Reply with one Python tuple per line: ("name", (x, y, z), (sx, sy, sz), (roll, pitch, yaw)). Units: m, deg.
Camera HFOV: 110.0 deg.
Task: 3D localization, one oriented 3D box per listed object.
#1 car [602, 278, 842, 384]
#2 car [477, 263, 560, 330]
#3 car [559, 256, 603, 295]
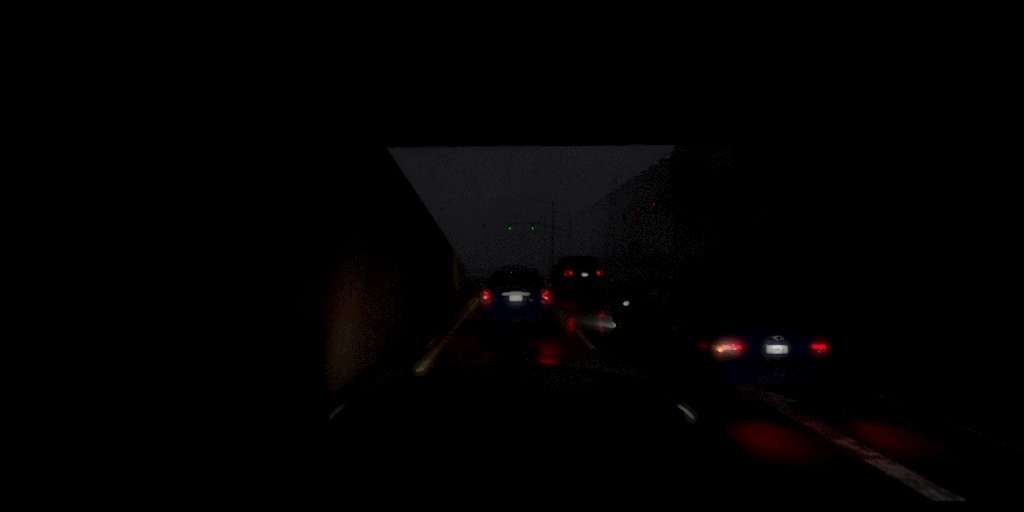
("car", (3.613, 1.323, 7.376), (2.033, 1.411, 5.357), (0, 0, 0))
("car", (0.120, 1.146, 11.506), (2.097, 1.767, 4.553), (0, 0, 0))
("car", (3.630, 1.054, 20.520), (2.150, 2.045, 5.566), (0, -1, 0))
